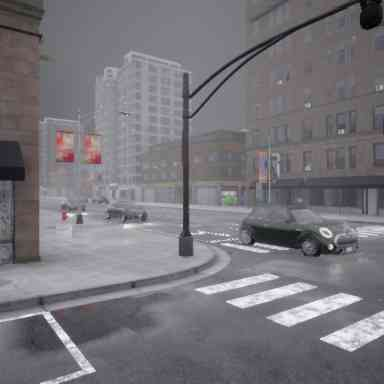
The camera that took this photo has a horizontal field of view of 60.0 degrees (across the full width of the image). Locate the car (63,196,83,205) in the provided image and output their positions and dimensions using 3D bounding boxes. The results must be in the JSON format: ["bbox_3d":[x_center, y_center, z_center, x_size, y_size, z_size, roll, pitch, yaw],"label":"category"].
[{"bbox_3d":[-21.407,1.450,59.638,2.033,1.411,5.357,0,0,-36],"label":"car"}]

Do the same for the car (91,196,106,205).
[{"bbox_3d":[-16.158,1.410,57.908,1.837,1.490,4.892,0,0,-36],"label":"car"}]

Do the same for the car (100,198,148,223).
[{"bbox_3d":[-5.146,1.473,25.694,1.837,1.490,4.892,0,0,-36],"label":"car"}]

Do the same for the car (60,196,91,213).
[{"bbox_3d":[-13.278,1.453,36.964,1.837,1.490,4.892,0,0,-36],"label":"car"}]

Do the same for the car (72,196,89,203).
[{"bbox_3d":[-22.243,1.451,66.324,1.994,1.385,4.181,0,0,-36],"label":"car"}]

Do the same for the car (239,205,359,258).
[{"bbox_3d":[3.999,1.342,13.042,2.097,1.767,4.553,0,0,-36],"label":"car"}]
